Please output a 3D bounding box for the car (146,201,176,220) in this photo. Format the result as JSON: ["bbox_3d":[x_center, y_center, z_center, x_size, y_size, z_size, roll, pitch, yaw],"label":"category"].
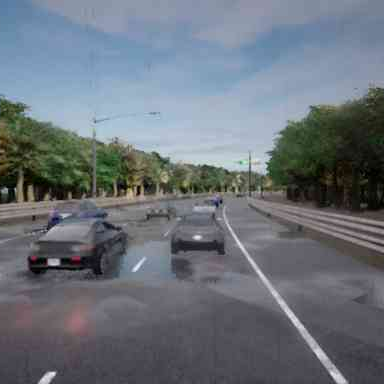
[{"bbox_3d":[-2.423,1.474,27.084,2.033,1.411,5.357,0,0,4],"label":"car"}]

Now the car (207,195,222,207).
[{"bbox_3d":[2.720,1.365,45.686,1.882,1.535,5.008,0,0,7],"label":"car"}]

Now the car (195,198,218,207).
[{"bbox_3d":[1.200,1.528,30.173,1.895,1.301,4.718,0,0,4],"label":"car"}]

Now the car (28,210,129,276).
[{"bbox_3d":[-3.228,1.493,10.177,1.812,1.442,4.674,0,0,1],"label":"car"}]

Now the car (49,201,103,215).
[{"bbox_3d":[-6.376,1.290,19.104,2.097,1.767,4.553,0,0,3],"label":"car"}]

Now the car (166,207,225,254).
[{"bbox_3d":[0.265,1.531,13.425,1.994,1.385,4.181,0,0,2],"label":"car"}]

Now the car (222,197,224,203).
[{"bbox_3d":[4.567,1.347,59.407,1.837,1.490,4.892,0,0,9],"label":"car"}]
